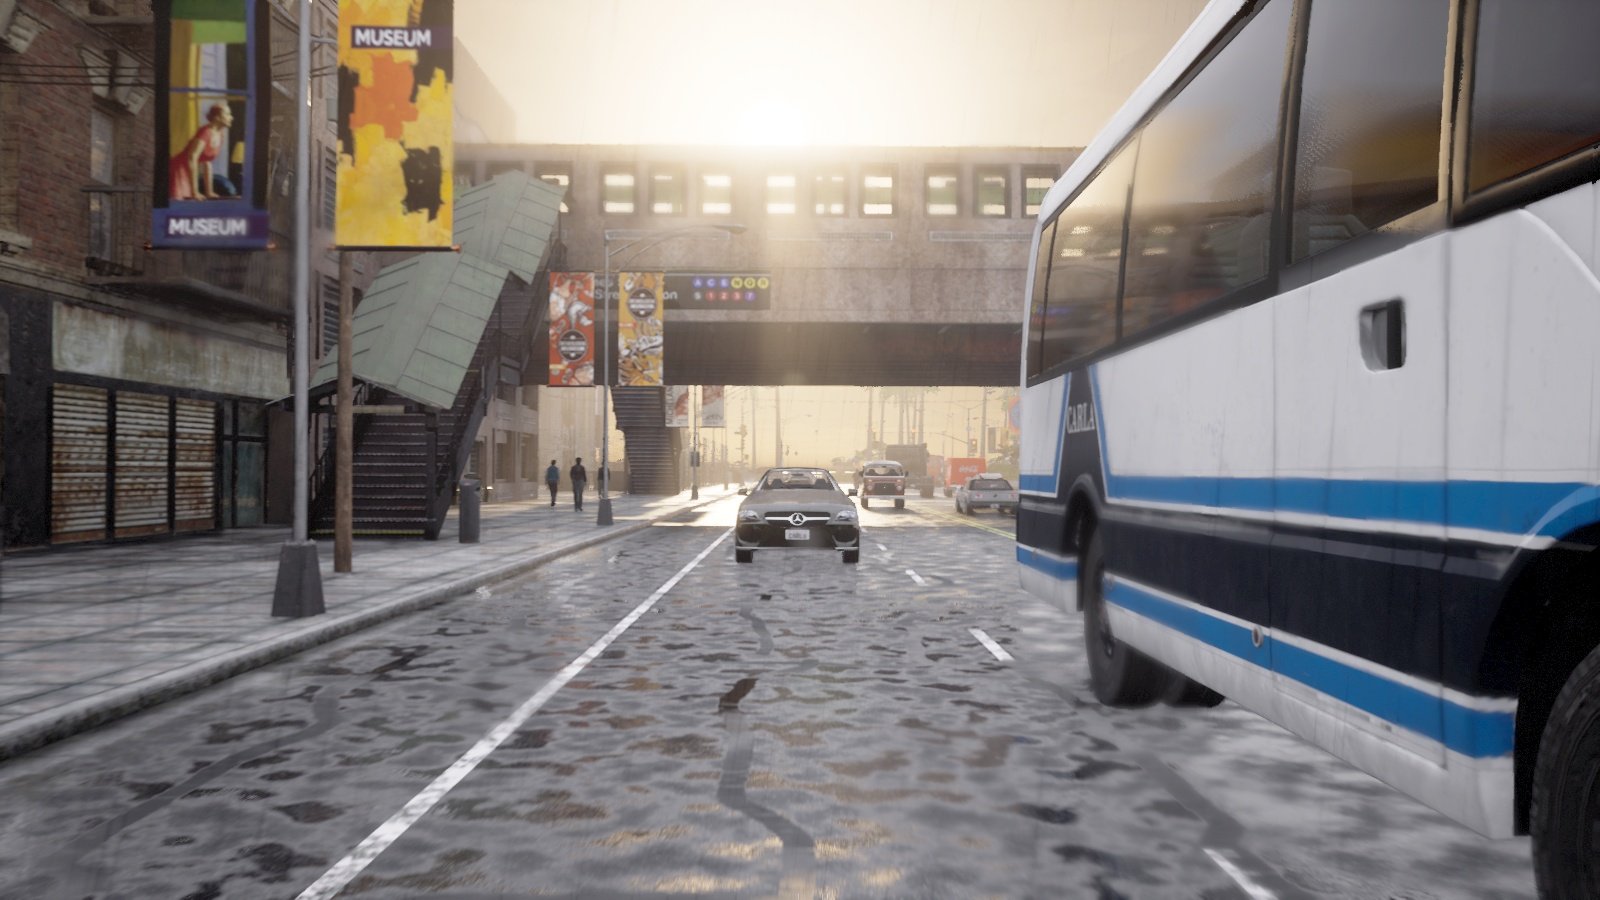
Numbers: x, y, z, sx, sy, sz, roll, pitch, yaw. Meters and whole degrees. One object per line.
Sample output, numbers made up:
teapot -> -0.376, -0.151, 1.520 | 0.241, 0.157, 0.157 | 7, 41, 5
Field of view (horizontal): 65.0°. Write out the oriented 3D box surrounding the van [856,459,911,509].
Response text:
van -> 3.528, 1.424, 53.685 | 2.069, 2.038, 4.480 | 0, -1, 0

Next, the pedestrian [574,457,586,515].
pedestrian -> -7.449, 1.210, 42.440 | 0.402, 1.930, 0.666 | 0, -1, -10

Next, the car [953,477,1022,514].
car -> 6.969, 1.677, 47.029 | 1.895, 1.301, 4.718 | 0, -1, 0

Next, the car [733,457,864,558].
car -> -0.028, 0.980, 23.100 | 2.152, 1.651, 5.027 | 0, -1, 0

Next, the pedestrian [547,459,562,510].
pedestrian -> -9.401, 1.312, 48.063 | 0.396, 1.930, 0.692 | 0, -1, 4

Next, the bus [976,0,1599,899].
bus -> 3.487, -0.478, 5.789 | 3.944, 4.253, 10.273 | 0, -1, 0

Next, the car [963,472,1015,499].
car -> 10.566, 1.954, 70.410 | 2.163, 1.488, 4.792 | 0, -1, 0

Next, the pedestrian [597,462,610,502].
pedestrian -> -9.051, 1.474, 57.790 | 0.431, 1.840, 0.703 | 0, -1, 6

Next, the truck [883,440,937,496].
truck -> 7.024, 1.166, 81.159 | 2.891, 3.462, 7.936 | 0, -1, 1

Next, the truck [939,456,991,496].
truck -> 10.457, 1.629, 79.981 | 2.627, 2.467, 5.204 | 0, -1, 0
